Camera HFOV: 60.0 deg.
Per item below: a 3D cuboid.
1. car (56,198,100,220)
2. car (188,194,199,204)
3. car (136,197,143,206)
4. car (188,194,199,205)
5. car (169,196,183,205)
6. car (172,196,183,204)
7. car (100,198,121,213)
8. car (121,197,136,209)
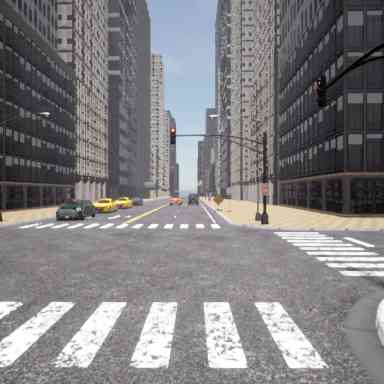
[{"bbox_3d":[-9.766,1.374,28.236,2.097,1.767,4.553,0,0,0],"label":"car"},{"bbox_3d":[0.281,1.360,70.361,2.150,2.045,5.566,0,0,0],"label":"car"},{"bbox_3d":[-9.635,1.639,57.752,2.033,1.411,5.357,0,0,1],"label":"car"},{"bbox_3d":[0.278,1.605,60.154,1.837,1.490,4.892,0,0,0],"label":"car"},{"bbox_3d":[-2.972,1.452,59.942,2.097,1.767,4.553,0,0,0],"label":"car"},{"bbox_3d":[-2.971,1.633,70.131,2.128,1.511,4.902,0,0,0],"label":"car"},{"bbox_3d":[-9.741,1.516,37.423,1.882,1.535,5.008,0,0,0],"label":"car"},{"bbox_3d":[-9.707,1.538,47.105,1.882,1.535,5.008,0,0,0],"label":"car"}]
